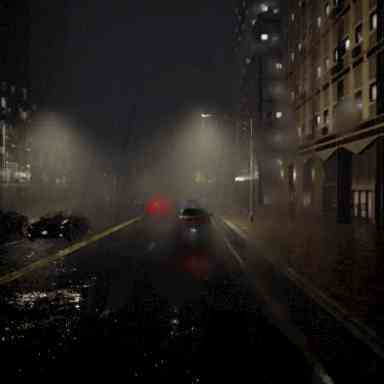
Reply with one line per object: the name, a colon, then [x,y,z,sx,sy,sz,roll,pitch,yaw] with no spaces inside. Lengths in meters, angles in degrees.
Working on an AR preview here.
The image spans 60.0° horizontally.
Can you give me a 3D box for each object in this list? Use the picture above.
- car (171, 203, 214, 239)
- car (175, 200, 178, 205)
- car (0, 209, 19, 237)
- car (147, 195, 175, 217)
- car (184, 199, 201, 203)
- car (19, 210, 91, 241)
car: [0.085,1.580,17.797,1.837,1.490,4.892,0,0,0]
car: [-3.199,1.808,52.630,1.895,1.301,4.718,0,0,0]
car: [-9.862,1.602,16.595,1.812,1.442,4.674,0,0,0]
car: [-3.180,1.358,33.296,2.150,2.045,5.566,0,0,0]
car: [0.062,1.644,41.880,1.882,1.535,5.008,0,0,0]
car: [-6.611,1.640,16.933,1.994,1.385,4.181,0,0,0]
